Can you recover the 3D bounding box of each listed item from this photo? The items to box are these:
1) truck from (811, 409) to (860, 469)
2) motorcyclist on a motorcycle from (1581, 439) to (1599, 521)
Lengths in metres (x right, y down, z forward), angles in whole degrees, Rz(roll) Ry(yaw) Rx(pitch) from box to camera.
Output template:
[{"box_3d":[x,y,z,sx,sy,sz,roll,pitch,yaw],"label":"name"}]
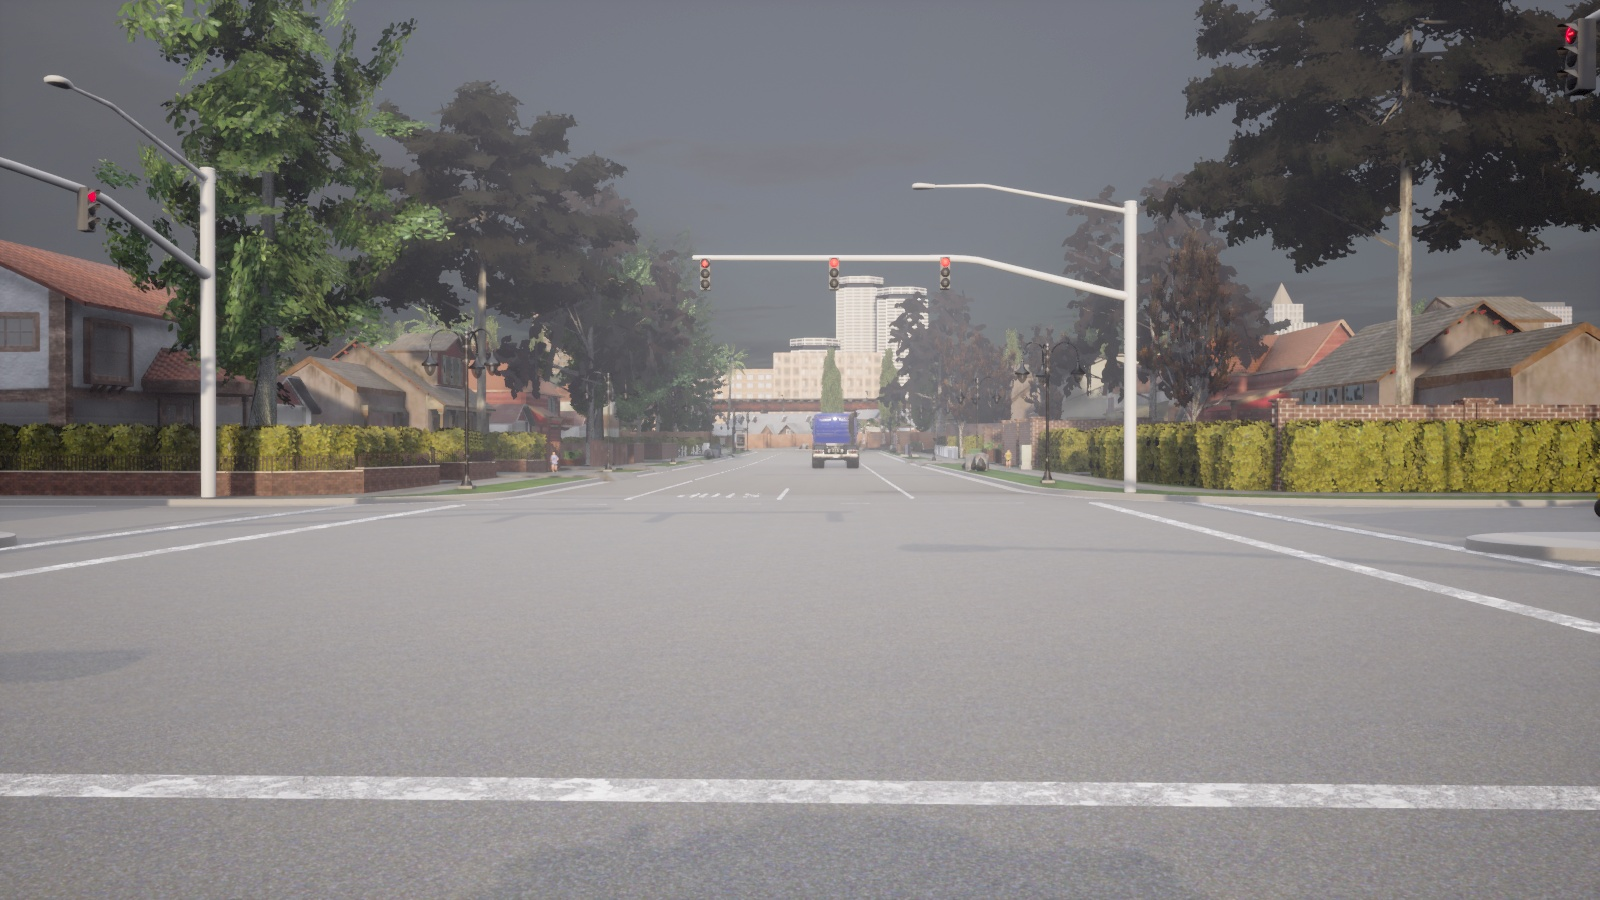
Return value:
[{"box_3d":[2.159,-0.670,77.201,2.891,3.462,7.936,0,0,1],"label":"truck"},{"box_3d":[16.364,0.575,24.398,1.817,1.590,0.866,0,0,1],"label":"motorcyclist on a motorcycle"}]
